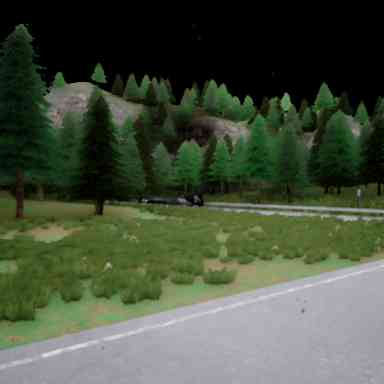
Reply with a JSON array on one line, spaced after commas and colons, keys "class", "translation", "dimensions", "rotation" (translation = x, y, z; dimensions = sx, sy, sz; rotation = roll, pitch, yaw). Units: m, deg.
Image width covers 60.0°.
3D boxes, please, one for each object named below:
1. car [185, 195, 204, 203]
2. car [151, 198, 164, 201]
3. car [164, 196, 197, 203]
[{"class": "car", "translation": [-0.254, 1.440, 54.491], "dimensions": [2.150, 2.045, 5.566], "rotation": [0, 0, -35]}, {"class": "car", "translation": [-6.756, 1.818, 63.523], "dimensions": [1.895, 1.301, 4.718], "rotation": [0, 0, -36]}, {"class": "car", "translation": [-1.865, 1.715, 50.547], "dimensions": [1.837, 1.490, 4.892], "rotation": [0, -1, -35]}]
